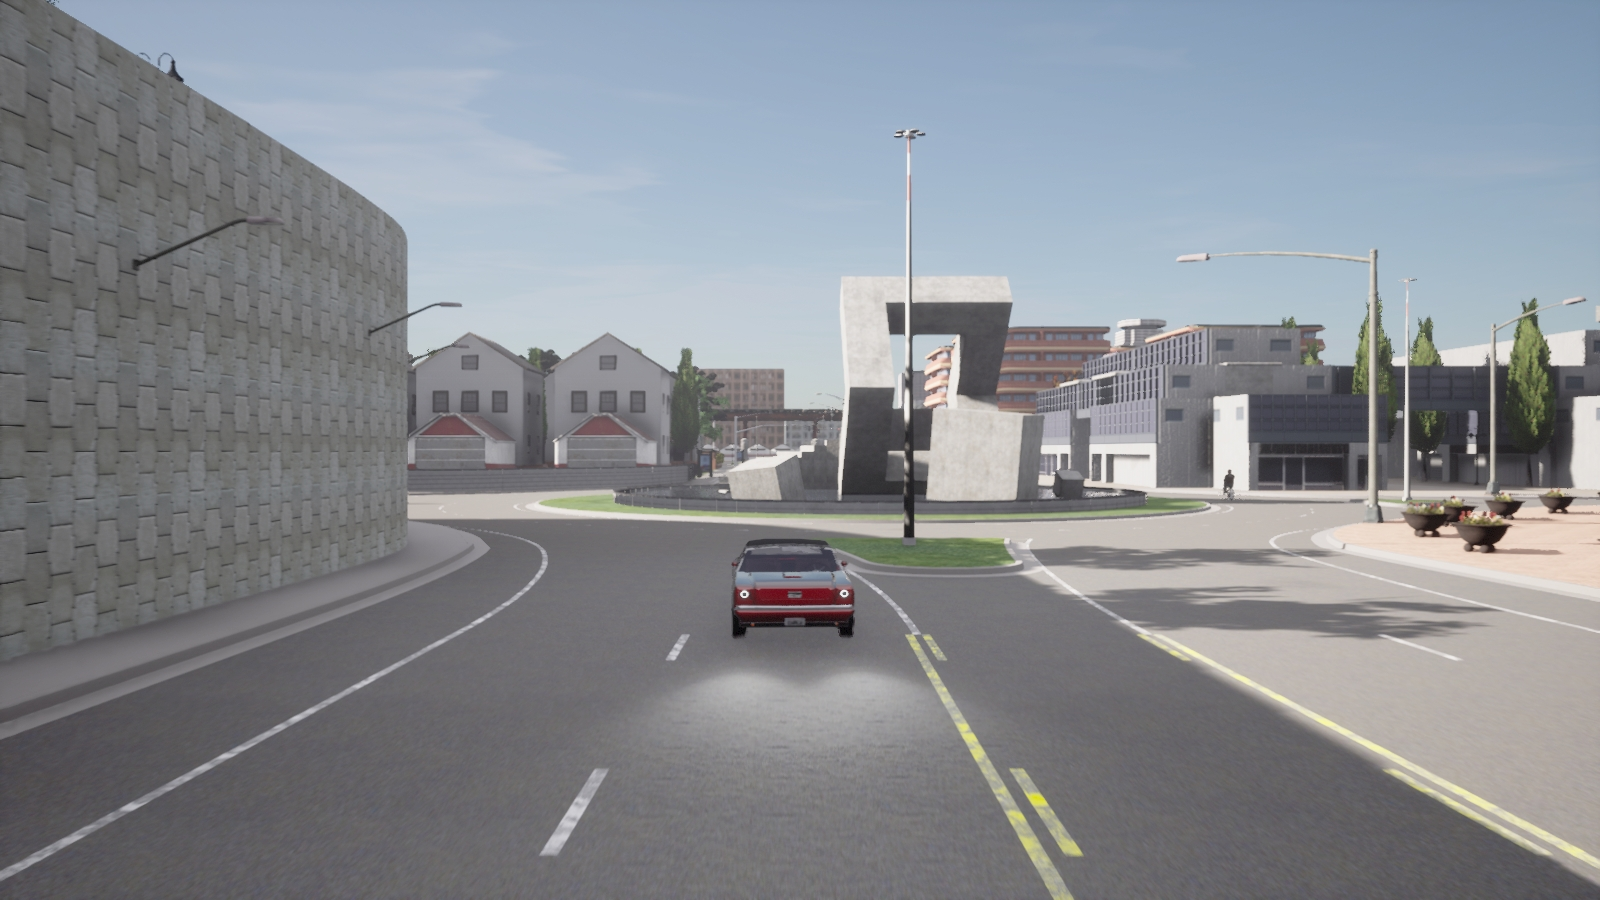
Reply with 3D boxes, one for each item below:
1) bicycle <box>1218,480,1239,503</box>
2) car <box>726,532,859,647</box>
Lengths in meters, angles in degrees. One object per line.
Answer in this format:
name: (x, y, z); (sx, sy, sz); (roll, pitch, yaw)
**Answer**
bicycle: (23.136, 2.233, 61.717); (0.329, 1.126, 1.835); (-2, 0, -3)
car: (-0.208, 2.155, 18.645); (1.895, 1.301, 4.718); (0, 0, -3)
